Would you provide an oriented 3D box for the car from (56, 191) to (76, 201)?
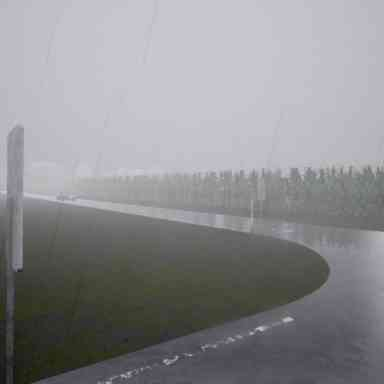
[{"bbox_3d":[-18.898,0.593,49.803,2.128,1.511,4.902,1,1,-36],"label":"car"}]
